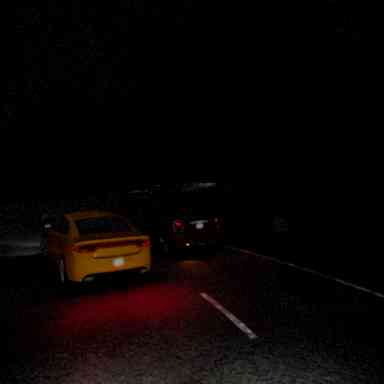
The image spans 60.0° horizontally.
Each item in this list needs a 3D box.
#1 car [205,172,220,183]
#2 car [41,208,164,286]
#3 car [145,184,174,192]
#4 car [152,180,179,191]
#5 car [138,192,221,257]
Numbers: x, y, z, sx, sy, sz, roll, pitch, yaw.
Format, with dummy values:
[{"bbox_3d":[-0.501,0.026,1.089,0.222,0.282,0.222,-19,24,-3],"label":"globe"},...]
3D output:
[{"bbox_3d":[4.885,-3.054,67.794,2.150,2.045,5.566,1,7,39],"label":"car"},{"bbox_3d":[-2.775,1.246,8.978,1.882,1.535,5.008,-1,2,-31],"label":"car"},{"bbox_3d":[-4.572,-0.372,47.879,1.895,1.301,4.718,1,5,31],"label":"car"},{"bbox_3d":[-4.345,-1.093,55.120,1.812,1.442,4.674,1,6,34],"label":"car"},{"bbox_3d":[-1.082,1.033,11.979,2.097,1.767,4.553,-1,2,-39],"label":"car"}]
